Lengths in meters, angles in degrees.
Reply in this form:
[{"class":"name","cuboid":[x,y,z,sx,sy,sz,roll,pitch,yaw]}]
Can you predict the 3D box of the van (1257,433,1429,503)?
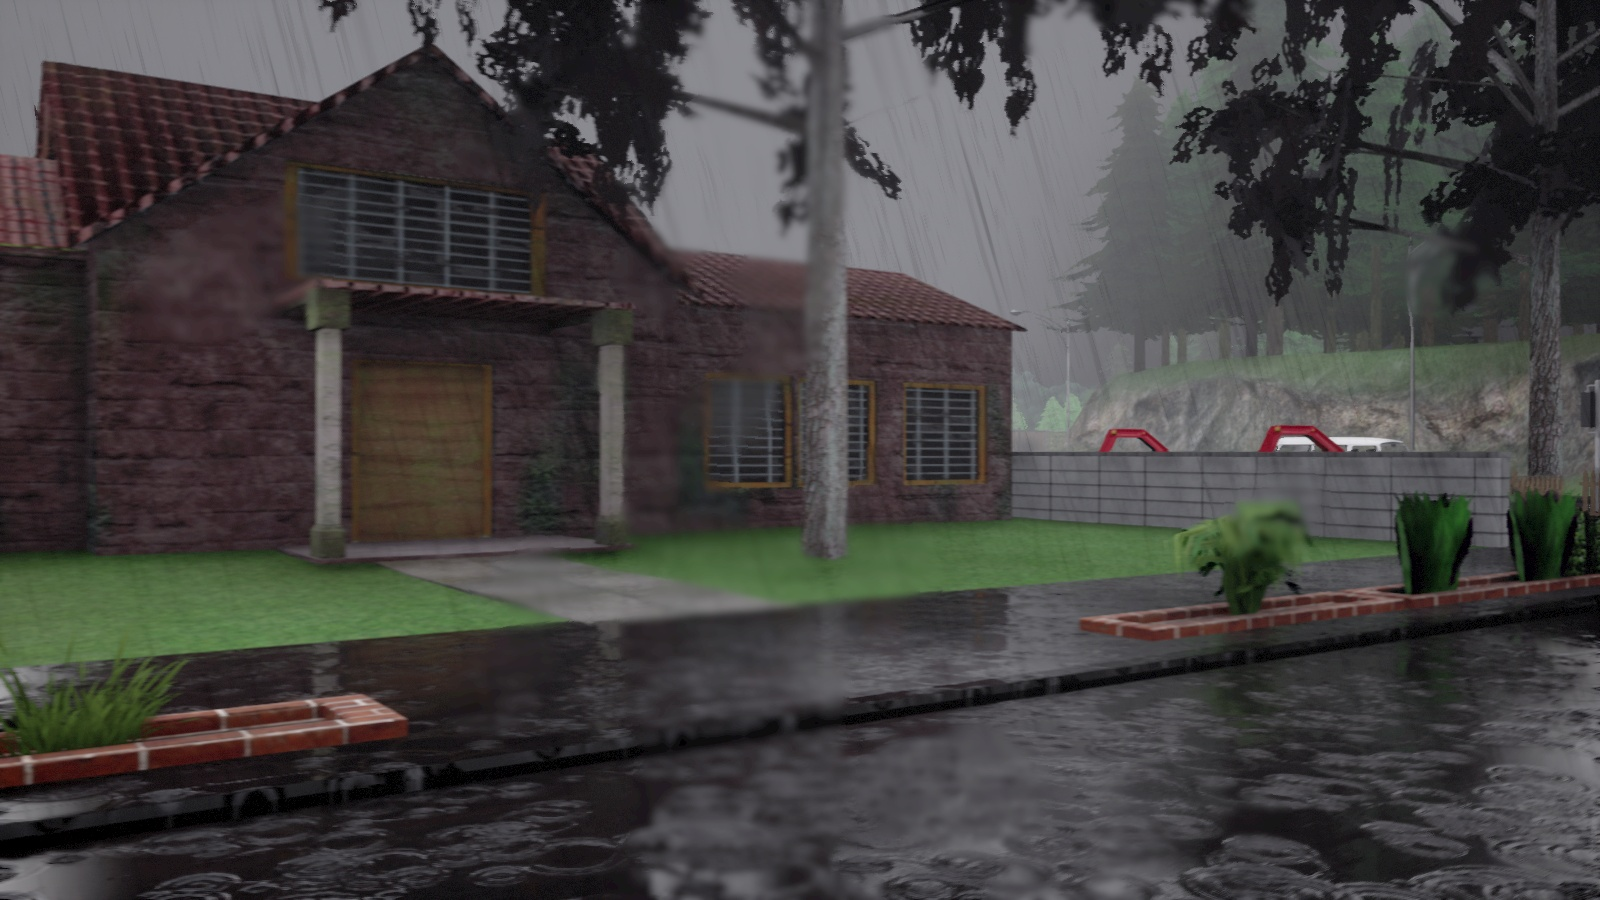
[{"class":"van","cuboid":[16.873,0.529,39.217,2.069,2.038,4.480,0,0,-35]}]
